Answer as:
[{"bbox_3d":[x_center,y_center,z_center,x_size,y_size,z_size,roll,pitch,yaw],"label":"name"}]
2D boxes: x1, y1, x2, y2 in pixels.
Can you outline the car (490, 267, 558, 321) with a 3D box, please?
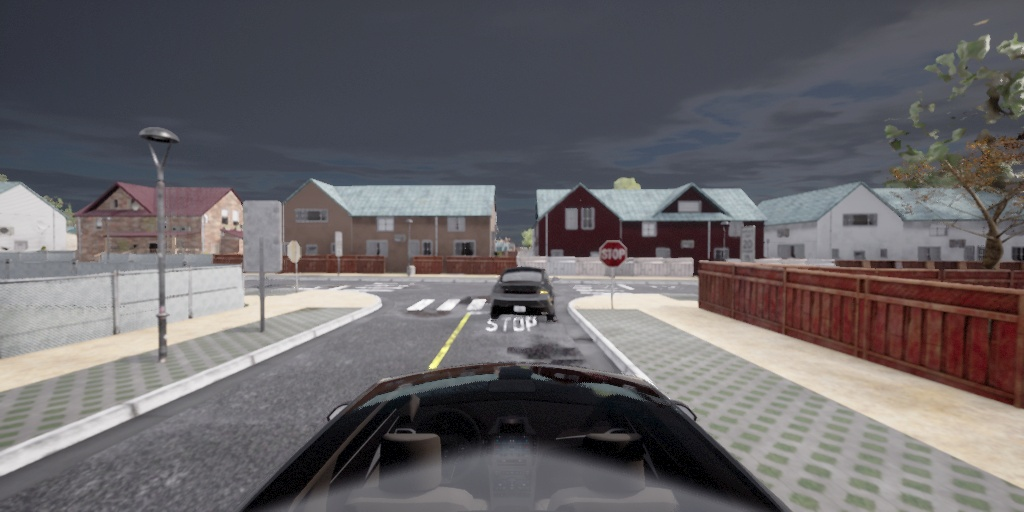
[{"bbox_3d":[0.463,1.096,11.749,1.837,1.490,4.892,0,1,6],"label":"car"}]
